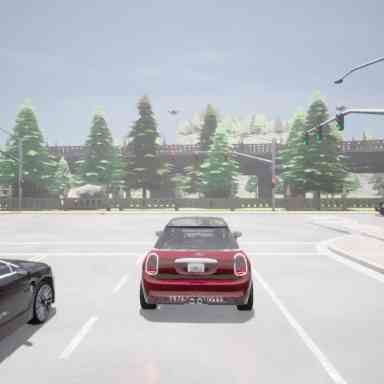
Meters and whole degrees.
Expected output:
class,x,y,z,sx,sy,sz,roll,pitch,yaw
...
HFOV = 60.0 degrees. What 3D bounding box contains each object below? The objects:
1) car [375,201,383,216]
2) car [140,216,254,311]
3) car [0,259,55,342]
class,x,y,z,sx,sy,sz,roll,pitch,yaw
car,19.473,1.166,29.666,5.566,2.045,2.150,0,0,1
car,0.148,1.352,7.968,2.097,1.767,4.553,0,0,2
car,-3.432,1.492,4.217,2.128,1.511,4.902,0,0,0
